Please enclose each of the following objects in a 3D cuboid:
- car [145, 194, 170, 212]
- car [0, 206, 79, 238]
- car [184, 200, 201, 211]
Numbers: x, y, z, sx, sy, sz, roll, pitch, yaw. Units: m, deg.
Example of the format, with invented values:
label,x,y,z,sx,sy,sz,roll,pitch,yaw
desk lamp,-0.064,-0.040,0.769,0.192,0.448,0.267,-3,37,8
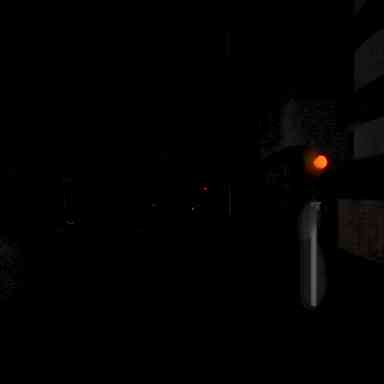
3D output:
label,x,y,z,sx,sy,sz,roll,pitch,yaw
car,-4.154,1.221,39.647,2.150,2.045,5.566,0,0,0
car,-8.360,1.477,16.852,5.008,1.535,1.882,0,0,-12
car,0.053,1.601,39.887,1.895,1.301,4.718,0,0,-1
